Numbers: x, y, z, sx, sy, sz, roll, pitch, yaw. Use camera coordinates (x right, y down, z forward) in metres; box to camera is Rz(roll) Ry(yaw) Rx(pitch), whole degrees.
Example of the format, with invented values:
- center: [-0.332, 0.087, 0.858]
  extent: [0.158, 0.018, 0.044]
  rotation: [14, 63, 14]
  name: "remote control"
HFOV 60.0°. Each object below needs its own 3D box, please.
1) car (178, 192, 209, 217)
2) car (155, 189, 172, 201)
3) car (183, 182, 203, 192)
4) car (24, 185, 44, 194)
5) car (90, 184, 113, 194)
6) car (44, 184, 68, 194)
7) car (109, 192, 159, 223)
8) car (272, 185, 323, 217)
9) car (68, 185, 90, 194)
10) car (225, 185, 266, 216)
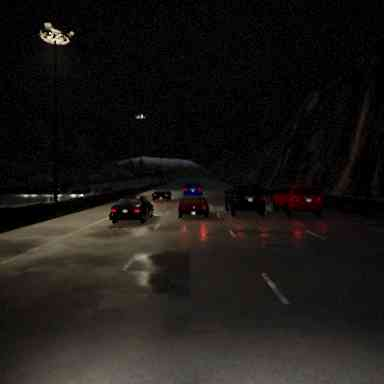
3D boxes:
- center: [0.102, 0.900, 22.284]
  extent: [1.895, 1.301, 4.718]
  rotation: [0, 2, 0]
  name: "car"
- center: [-3.398, 0.273, 38.635]
  extent: [1.895, 1.301, 4.718]
  rotation: [0, 2, 0]
  name: "car"
- center: [0.102, -0.149, 39.644]
  extent: [2.150, 2.045, 5.566]
  rotation: [0, 2, 0]
  name: "car"
- center: [-24.498, -0.403, 52.823]
  extent: [2.033, 1.411, 5.357]
  rotation: [0, 3, 0]
  name: "car"
- center: [-13.997, -0.452, 52.943]
  extent: [2.128, 1.511, 4.902]
  rotation: [0, 3, 0]
  name: "car"
- center: [-21.002, -0.422, 52.489]
  extent: [1.837, 1.490, 4.892]
  rotation: [0, 2, 0]
  name: "car"
- center: [-3.399, 0.948, 19.395]
  extent: [2.033, 1.411, 5.357]
  rotation: [0, 2, 0]
  name: "car"
- center: [7.101, 0.500, 22.876]
  extent: [2.150, 2.045, 5.566]
  rotation: [0, 2, 0]
  name: "car"
- center: [-17.497, -0.376, 52.944]
  extent: [1.994, 1.385, 4.181]
  rotation: [0, 3, 0]
  name: "car"
- center: [3.602, 0.488, 23.209]
  extent: [2.150, 2.045, 5.566]
  rotation: [0, 2, 0]
  name: "car"
